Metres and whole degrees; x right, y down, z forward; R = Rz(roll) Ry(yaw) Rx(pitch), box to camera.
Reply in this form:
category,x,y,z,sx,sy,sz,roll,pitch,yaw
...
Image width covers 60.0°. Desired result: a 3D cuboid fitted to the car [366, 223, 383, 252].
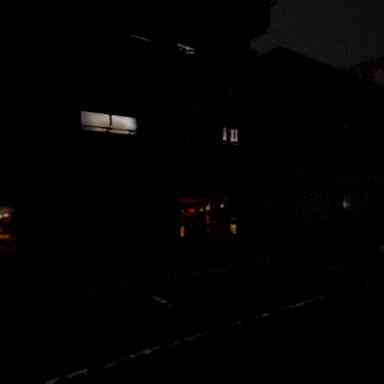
category,x,y,z,sx,sy,sz,roll,pitch,yaw
car,8.296,1.521,12.478,4.313,1.339,1.947,0,0,-36
